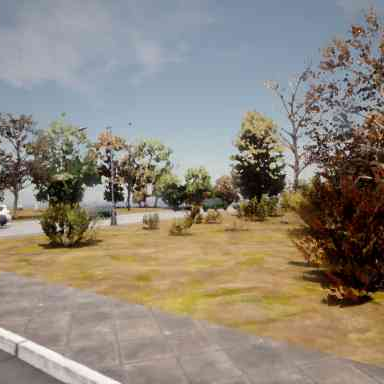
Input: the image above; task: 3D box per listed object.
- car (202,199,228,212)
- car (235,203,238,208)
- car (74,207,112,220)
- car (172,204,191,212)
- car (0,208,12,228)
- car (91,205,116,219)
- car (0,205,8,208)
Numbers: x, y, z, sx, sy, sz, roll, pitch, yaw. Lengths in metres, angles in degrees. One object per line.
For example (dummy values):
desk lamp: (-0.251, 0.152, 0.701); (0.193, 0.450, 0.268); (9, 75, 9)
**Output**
car: (3.705, 2.096, 53.483); (2.150, 2.045, 5.566); (-3, -2, 32)
car: (9.349, 2.571, 62.392); (1.895, 1.301, 4.718); (-3, -2, 33)
car: (-12.264, 2.641, 41.415); (1.994, 1.385, 4.181); (-3, -2, 32)
car: (-1.517, 2.814, 58.479); (1.895, 1.301, 4.718); (-3, -2, 32)
car: (-17.509, 2.371, 26.812); (2.128, 1.511, 4.902); (-3, -2, 34)
car: (-10.757, 2.259, 37.254); (2.097, 1.767, 4.553); (-3, -2, 32)
car: (-19.440, 2.263, 30.199); (2.150, 2.045, 5.566); (-3, -2, 33)
